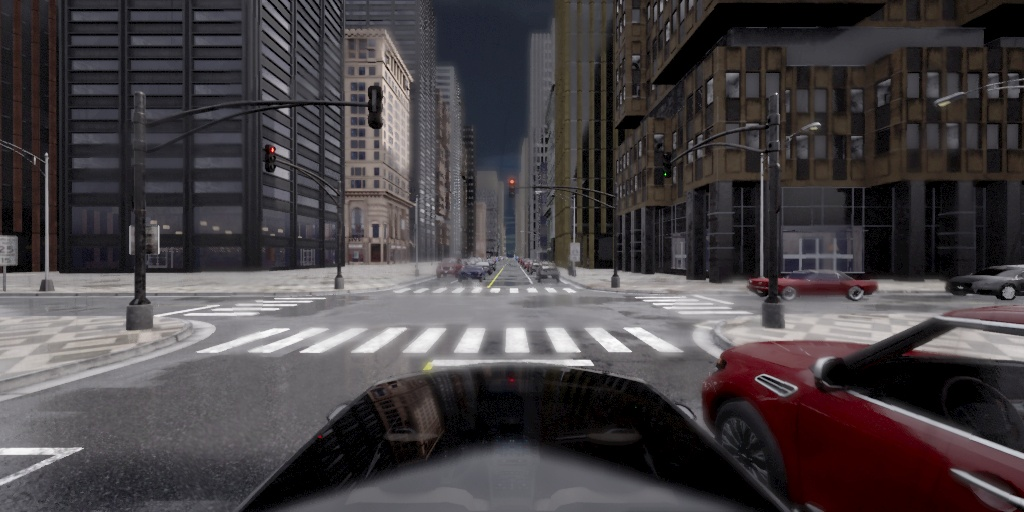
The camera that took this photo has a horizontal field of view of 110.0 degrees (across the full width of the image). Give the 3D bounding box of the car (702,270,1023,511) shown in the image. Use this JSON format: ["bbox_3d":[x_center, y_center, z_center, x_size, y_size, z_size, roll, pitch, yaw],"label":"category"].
[{"bbox_3d":[2.762,1.065,1.230,2.192,1.841,5.009,0,0,0],"label":"car"}]

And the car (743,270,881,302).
[{"bbox_3d":[13.525,1.314,16.376,4.718,1.301,1.895,0,0,0],"label":"car"}]

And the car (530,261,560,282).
[{"bbox_3d":[2.772,1.302,28.203,2.007,1.370,4.403,0,0,0],"label":"car"}]

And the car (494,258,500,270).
[{"bbox_3d":[-3.076,1.304,48.799,2.033,1.411,5.357,0,0,0],"label":"car"}]

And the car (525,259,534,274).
[{"bbox_3d":[2.776,1.304,39.485,2.007,1.370,4.403,0,0,0],"label":"car"}]

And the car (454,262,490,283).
[{"bbox_3d":[-3.090,1.352,28.462,1.895,1.301,4.718,0,0,0],"label":"car"}]

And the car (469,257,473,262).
[{"bbox_3d":[-5.749,1.194,39.479,1.967,1.591,4.097,0,0,0],"label":"car"}]

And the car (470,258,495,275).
[{"bbox_3d":[-3.087,1.279,38.430,1.812,1.442,4.674,0,0,0],"label":"car"}]

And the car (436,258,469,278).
[{"bbox_3d":[-5.751,1.067,33.837,2.192,1.841,5.009,0,0,0],"label":"car"}]

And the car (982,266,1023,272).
[{"bbox_3d":[22.959,1.197,16.419,4.892,1.490,1.837,0,0,0],"label":"car"}]

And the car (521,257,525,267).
[{"bbox_3d":[2.783,1.199,56.406,1.967,1.591,4.097,0,0,0],"label":"car"}]

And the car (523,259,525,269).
[{"bbox_3d":[2.778,1.300,45.125,1.888,1.381,4.507,0,0,0],"label":"car"}]
